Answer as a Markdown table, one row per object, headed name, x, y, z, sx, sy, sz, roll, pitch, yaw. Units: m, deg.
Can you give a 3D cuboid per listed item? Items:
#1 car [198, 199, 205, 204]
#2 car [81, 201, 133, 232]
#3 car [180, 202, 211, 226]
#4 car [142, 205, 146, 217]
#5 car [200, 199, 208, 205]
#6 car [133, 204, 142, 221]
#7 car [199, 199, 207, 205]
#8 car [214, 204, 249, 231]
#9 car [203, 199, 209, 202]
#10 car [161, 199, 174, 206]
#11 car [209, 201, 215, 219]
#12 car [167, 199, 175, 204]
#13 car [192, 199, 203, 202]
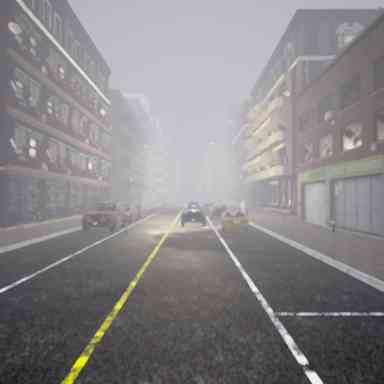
| name | x | y | z | sx | sy | sz | roll | pitch | yaw |
| --- | --- | --- | --- | --- | --- | --- | --- | --- | --- |
| car | 2.761 | 2.599 | 95.312 | 1.802 | 1.307 | 4.206 | 0 | -1 | 0 |
| car | -5.672 | 1.554 | 22.058 | 2.192 | 1.841 | 5.009 | 0 | -1 | 0 |
| car | 0.119 | 1.772 | 25.832 | 2.128 | 1.511 | 4.902 | 0 | -1 | 0 |
| car | -5.665 | 1.905 | 33.328 | 1.887 | 1.381 | 4.507 | 0 | -1 | 0 |
| car | 2.749 | 2.366 | 78.575 | 1.752 | 1.417 | 4.829 | 0 | -1 | 0 |
| car | -5.669 | 1.740 | 27.692 | 1.967 | 1.590 | 4.097 | 0 | -1 | 0 |
| car | 2.753 | 2.464 | 84.040 | 1.947 | 1.339 | 4.313 | 0 | -1 | 0 |
| car | 2.708 | 1.766 | 22.216 | 1.752 | 1.417 | 4.829 | 0 | -1 | 0 |
| car | 2.732 | 2.151 | 55.861 | 2.008 | 1.369 | 4.403 | 0 | -1 | 0 |
| car | -5.636 | 2.330 | 72.778 | 2.008 | 1.369 | 4.403 | 0 | -1 | 0 |
| car | 2.716 | 1.905 | 33.318 | 1.887 | 1.381 | 4.507 | 0 | -1 | 0 |
| car | -5.624 | 2.502 | 89.687 | 1.887 | 1.381 | 4.507 | 0 | -1 | 0 |
| car | 0.127 | 1.928 | 41.765 | 1.882 | 1.535 | 5.008 | 0 | -1 | 0 |
